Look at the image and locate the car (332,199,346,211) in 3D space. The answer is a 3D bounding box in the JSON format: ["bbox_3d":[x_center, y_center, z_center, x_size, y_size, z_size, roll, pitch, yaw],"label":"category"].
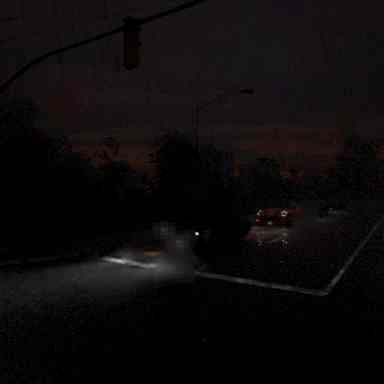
[{"bbox_3d":[17.079,1.490,39.670,2.033,1.411,5.357,0,0,33],"label":"car"}]

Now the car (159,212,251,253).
[{"bbox_3d":[0.724,1.554,13.884,1.895,1.301,4.718,0,0,33],"label":"car"}]

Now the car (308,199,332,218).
[{"bbox_3d":[11.088,1.424,30.265,1.882,1.535,5.008,0,0,32],"label":"car"}]

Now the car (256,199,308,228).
[{"bbox_3d":[5.890,1.301,22.043,2.097,1.767,4.553,0,0,32],"label":"car"}]
